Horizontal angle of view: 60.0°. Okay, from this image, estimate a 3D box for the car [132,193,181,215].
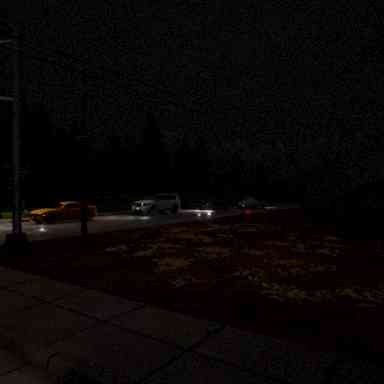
[{"bbox_3d":[-3.425,1.174,33.246,2.150,2.045,5.566,0,0,36],"label":"car"}]

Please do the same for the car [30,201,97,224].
[{"bbox_3d":[-9.542,1.484,25.007,1.882,1.535,5.008,0,0,37],"label":"car"}]

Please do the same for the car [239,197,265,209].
[{"bbox_3d":[7.557,1.399,41.836,1.812,1.442,4.674,0,0,37],"label":"car"}]

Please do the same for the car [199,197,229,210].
[{"bbox_3d":[2.799,1.403,41.602,1.837,1.490,4.892,0,0,37],"label":"car"}]
